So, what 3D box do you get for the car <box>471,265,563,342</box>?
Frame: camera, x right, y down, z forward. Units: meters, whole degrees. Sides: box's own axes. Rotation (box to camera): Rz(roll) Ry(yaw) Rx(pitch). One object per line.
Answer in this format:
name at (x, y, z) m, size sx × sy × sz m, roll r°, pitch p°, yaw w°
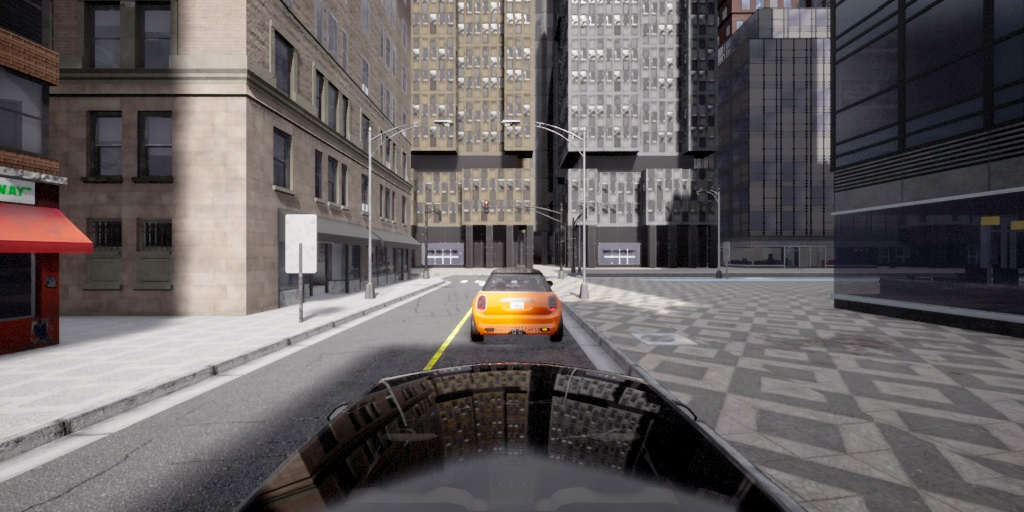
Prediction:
car at (0.104, 1.102, 9.967) m, size 2.097 × 1.767 × 4.553 m, roll 0°, pitch 0°, yaw 0°
